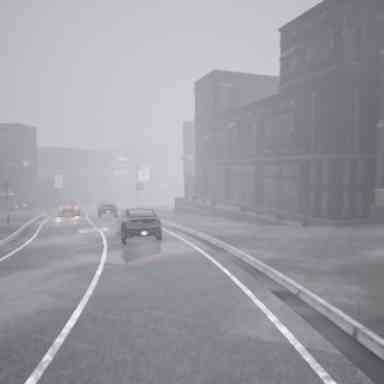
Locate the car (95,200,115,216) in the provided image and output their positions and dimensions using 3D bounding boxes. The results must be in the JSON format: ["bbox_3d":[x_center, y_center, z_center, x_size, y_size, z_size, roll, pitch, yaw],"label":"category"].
[{"bbox_3d":[-8.749,1.641,34.199,1.837,1.490,4.892,-2,0,-17],"label":"car"}]

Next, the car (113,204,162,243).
[{"bbox_3d":[-2.725,1.517,16.563,1.837,1.490,4.892,-1,0,-16],"label":"car"}]

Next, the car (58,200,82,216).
[{"bbox_3d":[-13.054,1.655,35.656,2.097,1.767,4.553,-2,0,-15],"label":"car"}]
